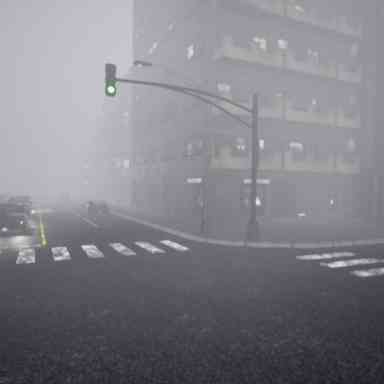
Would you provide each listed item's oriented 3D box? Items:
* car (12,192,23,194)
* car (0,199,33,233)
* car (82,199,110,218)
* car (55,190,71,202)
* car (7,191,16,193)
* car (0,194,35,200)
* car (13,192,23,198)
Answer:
[{"bbox_3d":[-18.385,1.113,36.342,1.837,1.490,4.892,0,0,-25],"label":"car"},{"bbox_3d":[-9.902,1.347,18.068,2.033,1.411,5.357,0,0,-25],"label":"car"},{"bbox_3d":[-7.908,1.296,27.393,2.008,1.369,4.403,-1,1,-25],"label":"car"},{"bbox_3d":[-22.335,0.863,58.098,1.967,1.590,4.097,-1,1,-25],"label":"car"},{"bbox_3d":[-27.514,0.995,49.417,1.887,1.381,4.507,-1,1,-25],"label":"car"},{"bbox_3d":[-14.115,1.196,27.083,2.128,1.511,4.902,0,0,-25],"label":"car"},{"bbox_3d":[-41.940,0.681,80.124,2.008,1.369,4.403,-1,1,-25],"label":"car"}]
